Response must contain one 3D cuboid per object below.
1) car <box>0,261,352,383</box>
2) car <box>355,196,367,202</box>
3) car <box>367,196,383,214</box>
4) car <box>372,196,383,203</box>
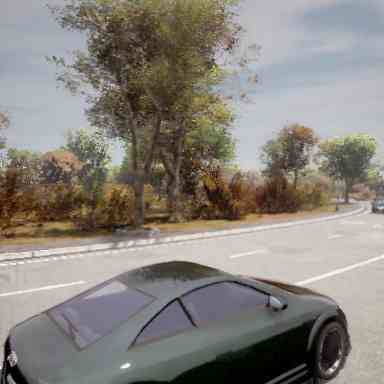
[{"bbox_3d":[0.085,1.576,4.023,4.181,1.385,1.994,0,0,-37],"label":"car"},{"bbox_3d":[37.023,1.513,72.759,1.895,1.301,4.718,0,0,15],"label":"car"},{"bbox_3d":[20.739,1.550,36.134,2.128,1.511,4.902,0,0,34],"label":"car"},{"bbox_3d":[40.140,1.590,70.812,2.128,1.511,4.902,0,0,15],"label":"car"}]
